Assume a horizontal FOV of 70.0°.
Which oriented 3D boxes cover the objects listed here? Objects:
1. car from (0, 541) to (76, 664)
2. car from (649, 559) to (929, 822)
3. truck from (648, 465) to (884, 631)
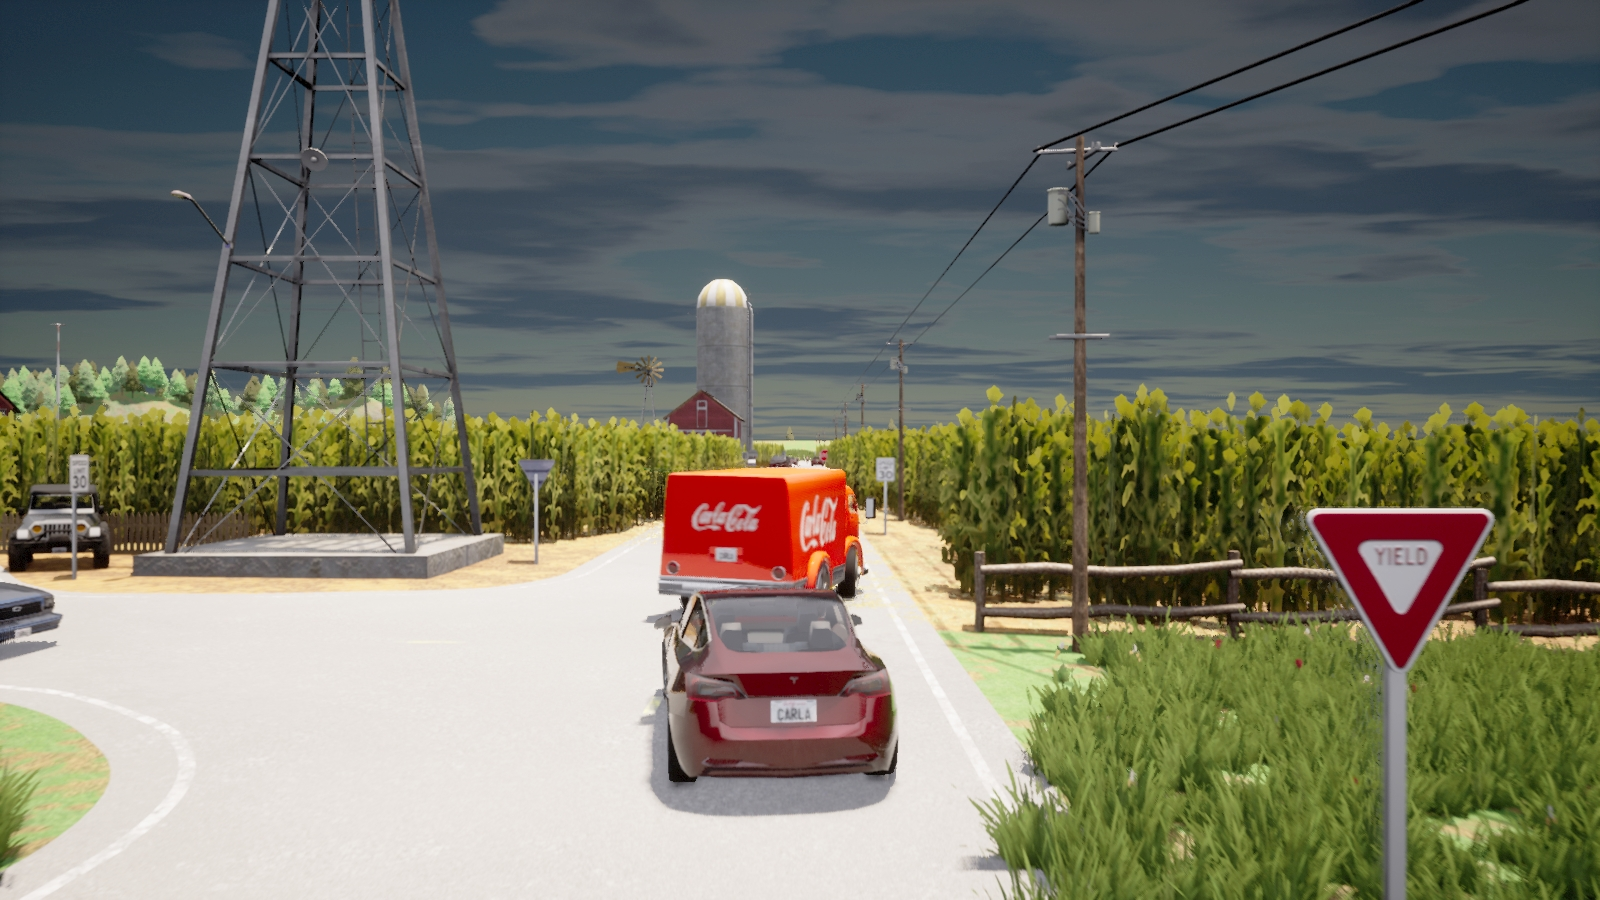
[{"bbox_3d":[-12.663,1.964,14.749,5.357,1.411,2.033,0,0,1],"label":"car"},{"bbox_3d":[-0.370,2.055,11.139,2.163,1.488,4.792,0,0,-7],"label":"car"},{"bbox_3d":[-0.411,1.567,20.742,2.627,2.467,5.204,1,0,18],"label":"truck"}]
